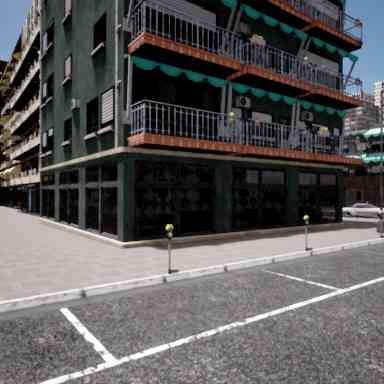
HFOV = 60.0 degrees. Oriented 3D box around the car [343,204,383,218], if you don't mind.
[{"bbox_3d":[16.787,1.789,31.906,1.895,1.301,4.718,0,-1,-36],"label":"car"}]
